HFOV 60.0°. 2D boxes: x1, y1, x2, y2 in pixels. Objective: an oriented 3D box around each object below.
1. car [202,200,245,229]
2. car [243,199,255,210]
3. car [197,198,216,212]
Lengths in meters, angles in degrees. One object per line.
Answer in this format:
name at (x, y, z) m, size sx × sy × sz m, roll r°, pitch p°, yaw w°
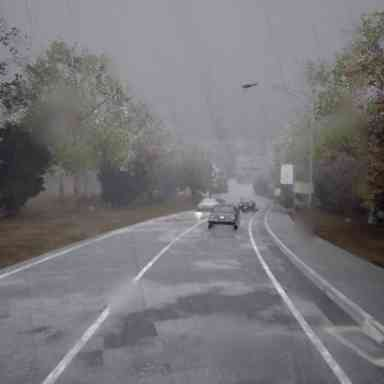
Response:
car at (2.191, 1.527, 21.874) m, size 2.033 × 1.411 × 5.357 m, roll 1°, pitch 0°, yaw 10°
car at (7.040, 1.595, 42.416) m, size 1.895 × 1.301 × 4.718 m, roll 1°, pitch 0°, yaw 15°
car at (1.966, 1.430, 37.330) m, size 1.812 × 1.442 × 4.674 m, roll 1°, pitch 0°, yaw 15°
